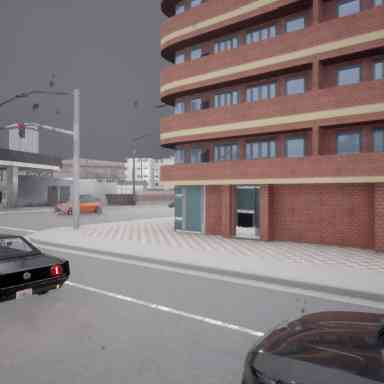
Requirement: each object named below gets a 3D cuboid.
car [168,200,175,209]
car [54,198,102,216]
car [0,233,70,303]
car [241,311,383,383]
[{"bbox_3d":[-1.516,1.610,46.268,1.994,1.385,4.181,0,0,35],"label":"car"},{"bbox_3d":[-11.077,1.362,32.414,2.097,1.767,4.553,0,0,35],"label":"car"},{"bbox_3d":[-4.913,1.599,7.483,4.718,1.301,1.895,0,0,36],"label":"car"},{"bbox_3d":[2.668,1.514,2.092,4.892,1.490,1.837,0,0,35],"label":"car"}]
